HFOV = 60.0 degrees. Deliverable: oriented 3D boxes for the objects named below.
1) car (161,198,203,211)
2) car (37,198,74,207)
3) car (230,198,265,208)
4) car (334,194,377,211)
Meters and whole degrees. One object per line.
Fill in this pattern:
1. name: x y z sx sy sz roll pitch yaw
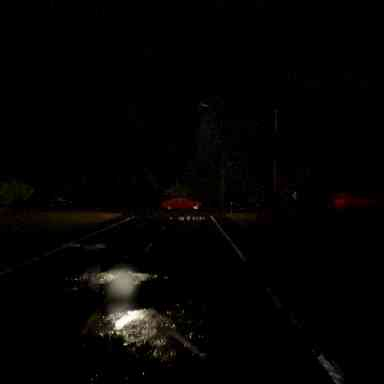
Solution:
1. car: -1.195 1.452 40.359 5.008 1.535 1.882 0 0 -1
2. car: -19.258 1.490 46.874 4.718 1.301 1.895 0 0 -2
3. car: 7.895 1.540 47.603 4.902 1.511 2.128 0 0 -2
4. car: 20.432 1.282 40.957 5.566 2.045 2.150 0 0 -2
